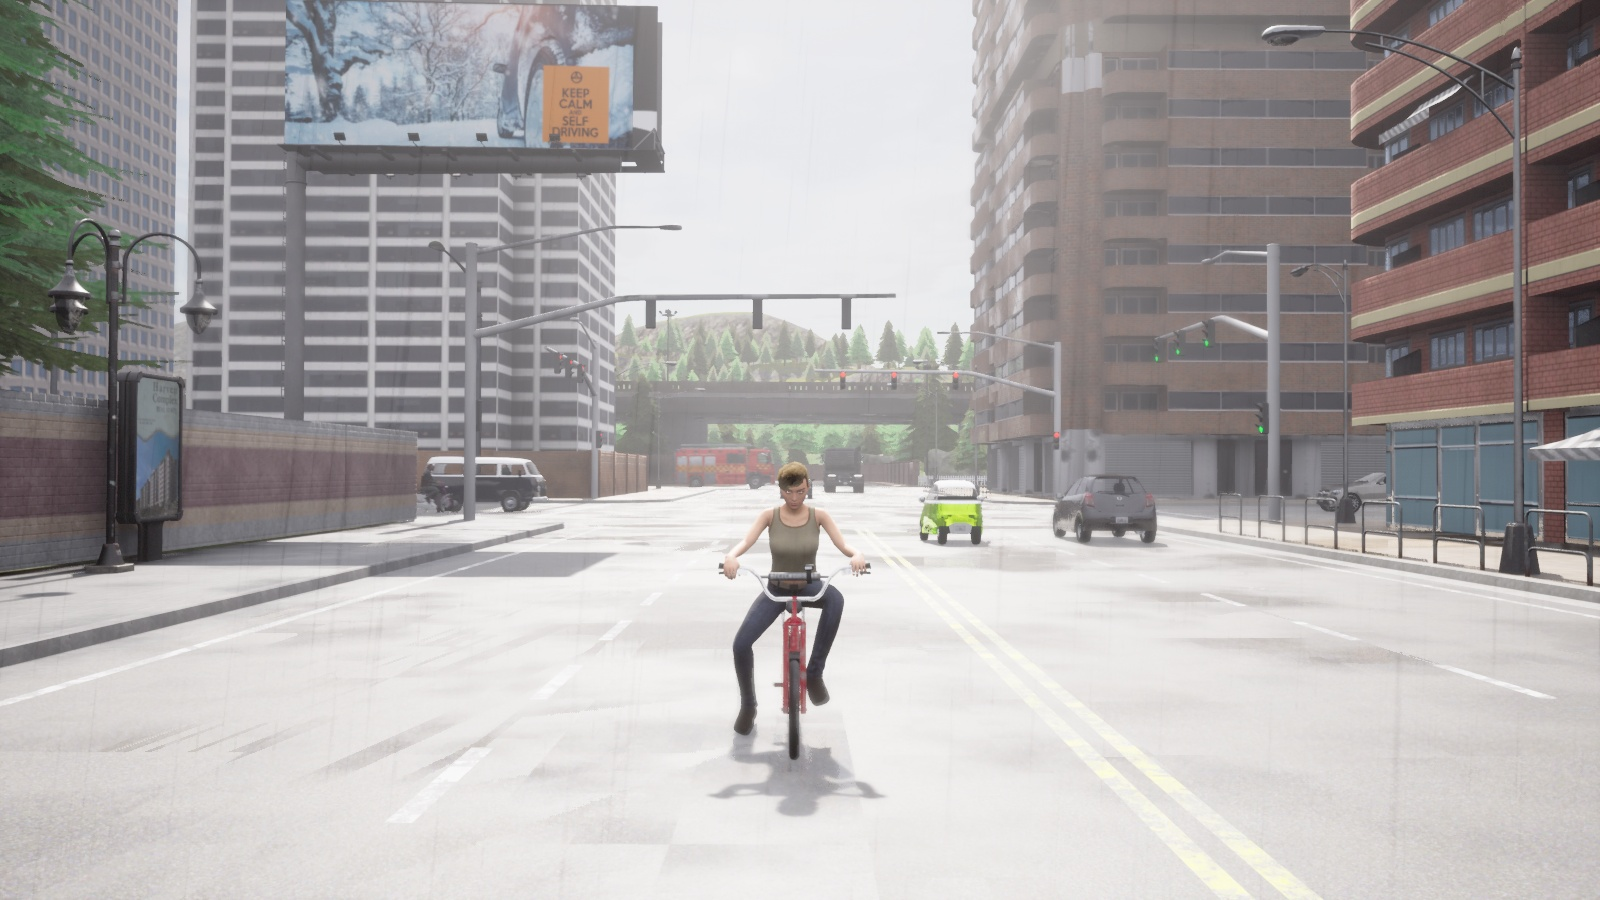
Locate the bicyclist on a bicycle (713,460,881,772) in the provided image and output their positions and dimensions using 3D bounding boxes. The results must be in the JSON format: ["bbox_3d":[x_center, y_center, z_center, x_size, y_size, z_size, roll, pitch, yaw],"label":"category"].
[{"bbox_3d":[-0.027,0.873,7.275,0.866,1.612,1.509,0,-1,-1],"label":"bicyclist on a bicycle"}]

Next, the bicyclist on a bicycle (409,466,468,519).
[{"bbox_3d":[-12.387,1.456,43.033,1.843,1.776,0.659,0,-1,0],"label":"bicyclist on a bicycle"}]

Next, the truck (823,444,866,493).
[{"bbox_3d":[3.248,1.386,93.548,2.891,3.462,7.936,0,-1,0],"label":"truck"}]

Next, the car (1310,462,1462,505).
[{"bbox_3d":[23.241,1.337,49.939,5.027,1.651,2.152,0,-1,0],"label":"car"}]

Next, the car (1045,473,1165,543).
[{"bbox_3d":[6.923,1.284,28.835,1.845,1.501,3.633,0,-1,0],"label":"car"}]

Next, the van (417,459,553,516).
[{"bbox_3d":[-11.617,1.364,46.533,4.480,2.038,2.069,0,-1,0],"label":"van"}]

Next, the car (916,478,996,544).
[{"bbox_3d":[3.426,1.322,27.811,1.481,1.376,2.207,0,-1,0],"label":"car"}]
